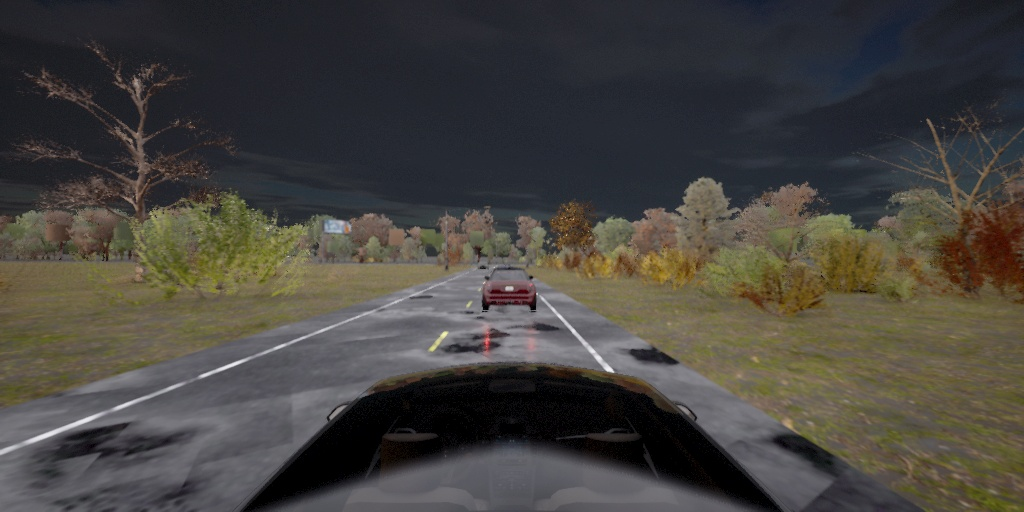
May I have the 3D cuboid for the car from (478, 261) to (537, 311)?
[{"bbox_3d":[-0.127,1.241,15.316,2.097,1.767,4.553,0,-1,-1],"label":"car"}]
